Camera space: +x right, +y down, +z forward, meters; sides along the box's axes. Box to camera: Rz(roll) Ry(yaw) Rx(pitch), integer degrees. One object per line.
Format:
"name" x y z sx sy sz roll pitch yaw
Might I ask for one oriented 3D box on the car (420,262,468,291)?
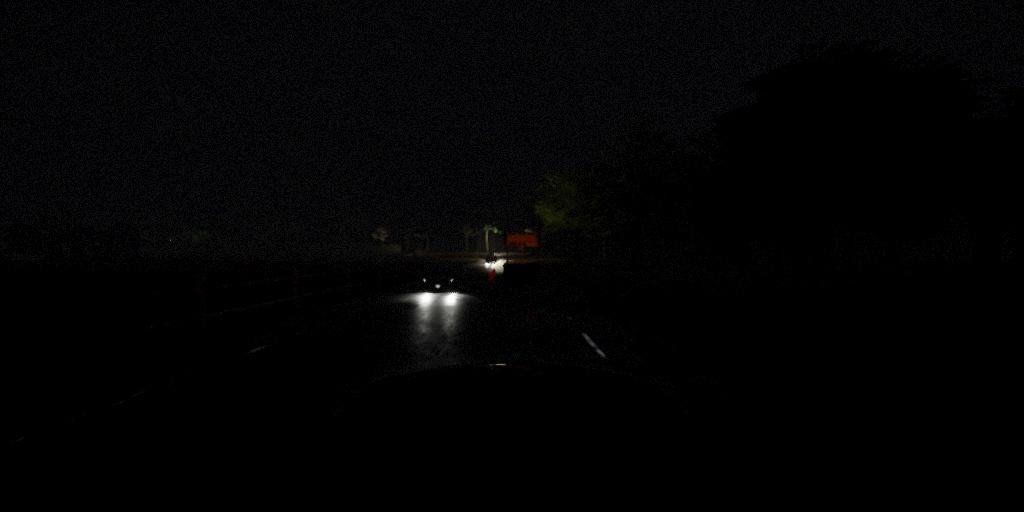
"car" -3.594 1.049 20.014 2.033 1.411 5.357 0 1 0

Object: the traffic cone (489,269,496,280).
"traffic cone" -1.489 1.383 25.432 0.340 0.580 0.340 0 0 0

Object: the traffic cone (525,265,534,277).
"traffic cone" 1.508 1.301 31.432 0.340 0.580 0.340 0 0 0

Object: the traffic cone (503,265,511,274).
"traffic cone" -0.491 1.301 31.431 0.340 0.580 0.340 0 0 0

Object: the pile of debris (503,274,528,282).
"pile of debris" -0.004 1.594 25.438 1.860 0.140 1.500 0 0 0

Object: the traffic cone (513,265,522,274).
"traffic cone" 0.509 1.301 31.432 0.340 0.580 0.340 0 0 0

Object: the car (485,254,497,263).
"car" -3.531 0.410 61.319 2.128 1.511 4.902 0 1 1

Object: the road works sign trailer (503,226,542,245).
"road works sign trailer" 0.611 -2.615 20.613 2.380 3.560 2.880 0 0 0
